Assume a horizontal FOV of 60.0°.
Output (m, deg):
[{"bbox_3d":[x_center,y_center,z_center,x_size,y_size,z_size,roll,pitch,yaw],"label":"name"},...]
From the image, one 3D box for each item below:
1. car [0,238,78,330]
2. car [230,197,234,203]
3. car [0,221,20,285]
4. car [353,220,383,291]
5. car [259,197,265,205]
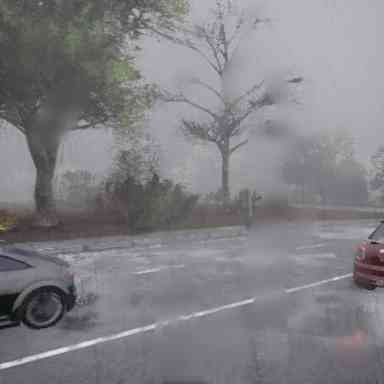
[{"bbox_3d":[-4.075,1.560,5.346,4.181,1.385,1.994,0,0,-35],"label":"car"},{"bbox_3d":[8.581,1.530,60.146,1.882,1.535,5.008,0,0,-24],"label":"car"},{"bbox_3d":[-6.564,1.558,7.870,4.181,1.385,1.994,0,0,-35],"label":"car"},{"bbox_3d":[5.805,1.341,7.719,4.553,1.767,2.097,0,0,-34],"label":"car"},{"bbox_3d":[12.314,1.390,60.268,2.097,1.767,4.553,0,0,-24],"label":"car"}]
